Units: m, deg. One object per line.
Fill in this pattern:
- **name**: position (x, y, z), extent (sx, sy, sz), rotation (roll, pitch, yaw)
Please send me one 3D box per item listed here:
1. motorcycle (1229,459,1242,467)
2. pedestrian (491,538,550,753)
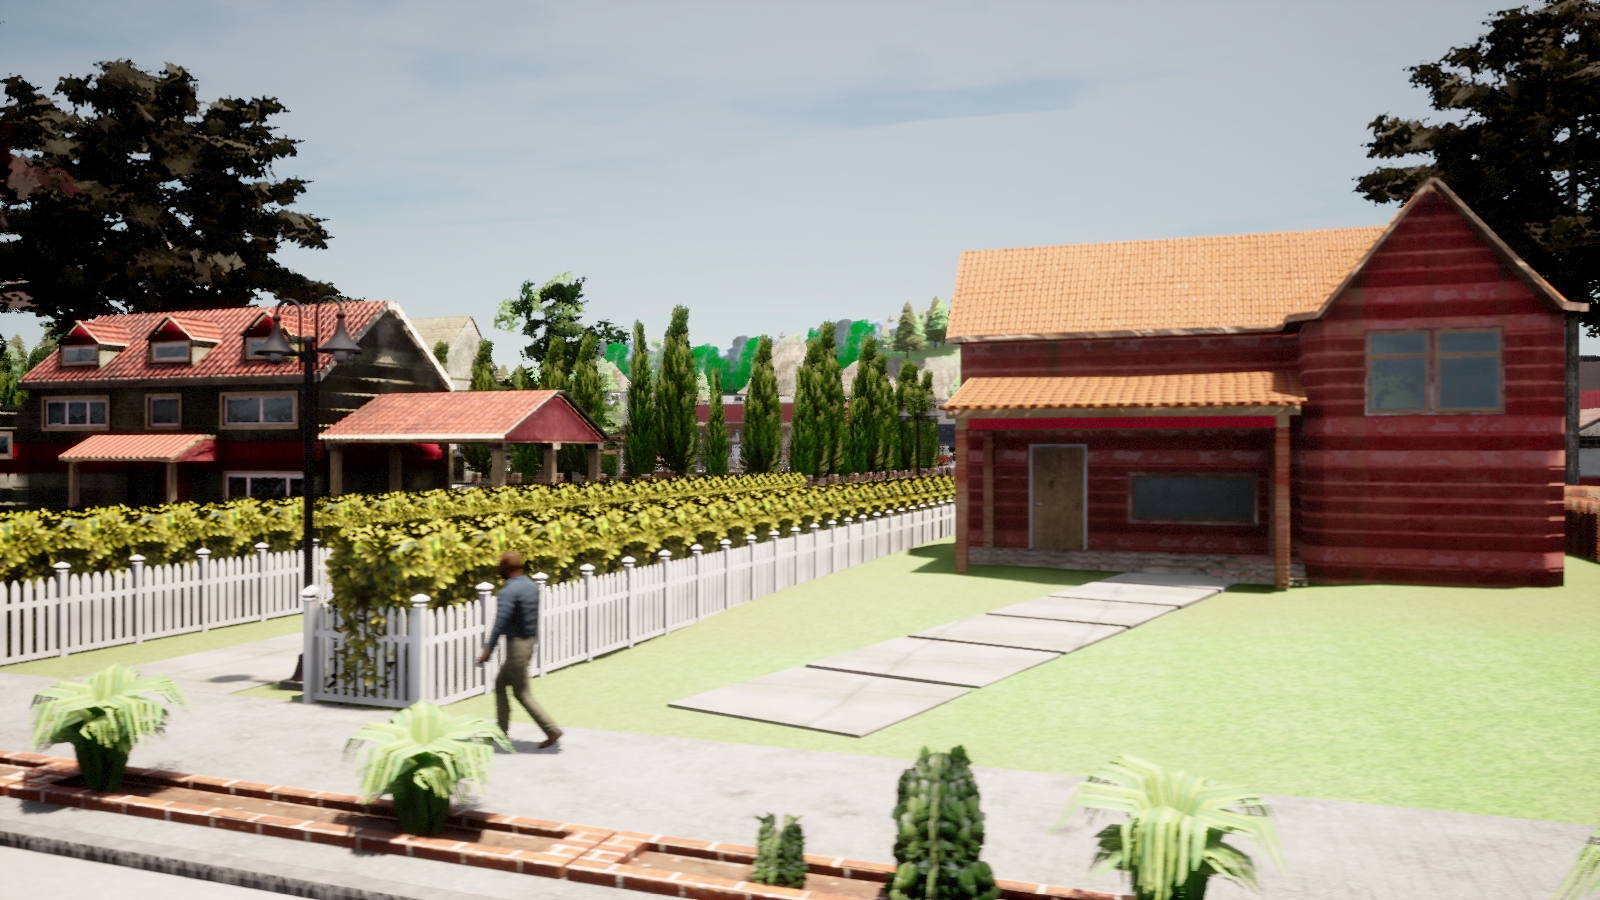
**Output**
- **motorcycle**: position (72.521, 2.185, 190.230), extent (2.033, 1.199, 0.803), rotation (0, 0, 20)
- **pedestrian**: position (-2.514, 1.743, 10.308), extent (0.375, 1.860, 0.375), rotation (0, 0, 18)
